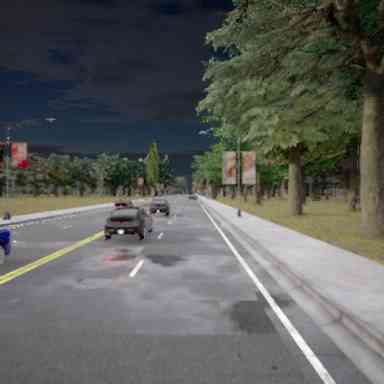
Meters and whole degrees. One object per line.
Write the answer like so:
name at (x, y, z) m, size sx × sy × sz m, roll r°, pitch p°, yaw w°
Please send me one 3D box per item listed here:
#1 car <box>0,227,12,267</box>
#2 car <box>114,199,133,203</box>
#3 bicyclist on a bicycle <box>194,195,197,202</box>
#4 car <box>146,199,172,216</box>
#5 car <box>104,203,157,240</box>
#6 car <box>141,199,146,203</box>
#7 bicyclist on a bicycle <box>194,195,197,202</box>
car at (-6.600, 1.480, 8.390) m, size 1.882 × 1.535 × 5.008 m, roll 0°, pitch 0°, yaw 0°
car at (-9.829, 1.645, 47.975) m, size 1.895 × 1.301 × 4.718 m, roll 0°, pitch 0°, yaw 0°
bicyclist on a bicycle at (0.887, 1.536, 80.316) m, size 0.866 × 1.612 × 1.509 m, roll 0°, pitch 0°, yaw 1°
car at (-3.149, 1.531, 33.402) m, size 1.837 × 1.490 × 4.892 m, roll 0°, pitch 0°, yaw 0°
car at (-3.149, 1.515, 17.142) m, size 1.837 × 1.490 × 4.892 m, roll 0°, pitch 0°, yaw 0°
car at (-6.573, 1.649, 50.555) m, size 1.895 × 1.301 × 4.718 m, roll 0°, pitch 0°, yaw 0°
bicyclist on a bicycle at (0.896, 1.536, 71.251) m, size 0.582 × 1.620 × 1.656 m, roll 0°, pitch -1°, yaw 0°
